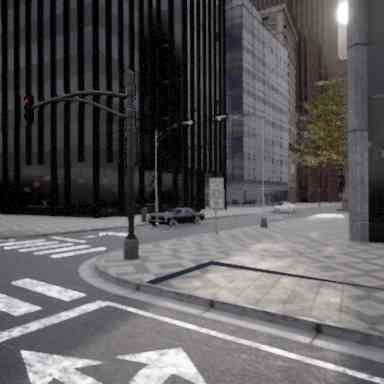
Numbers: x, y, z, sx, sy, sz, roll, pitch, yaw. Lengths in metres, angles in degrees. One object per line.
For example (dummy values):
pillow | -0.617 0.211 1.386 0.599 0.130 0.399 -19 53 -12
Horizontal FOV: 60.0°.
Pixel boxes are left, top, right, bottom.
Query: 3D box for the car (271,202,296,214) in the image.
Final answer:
car | 11.645 1.978 42.096 1.812 1.442 4.674 0 -1 36

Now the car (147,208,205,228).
car | -1.088 1.841 24.341 1.895 1.301 4.718 0 -1 36
